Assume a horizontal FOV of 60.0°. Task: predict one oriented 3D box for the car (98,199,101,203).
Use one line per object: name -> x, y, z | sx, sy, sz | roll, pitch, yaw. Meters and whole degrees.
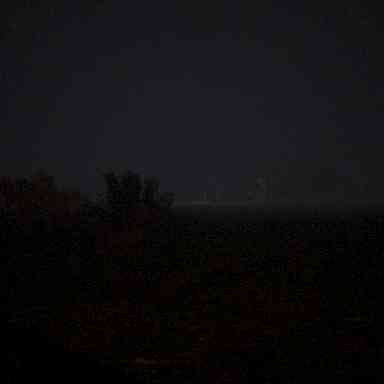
car -> -18.205, 2.100, 68.055 | 2.033, 1.411, 5.357 | -1, -1, 36
